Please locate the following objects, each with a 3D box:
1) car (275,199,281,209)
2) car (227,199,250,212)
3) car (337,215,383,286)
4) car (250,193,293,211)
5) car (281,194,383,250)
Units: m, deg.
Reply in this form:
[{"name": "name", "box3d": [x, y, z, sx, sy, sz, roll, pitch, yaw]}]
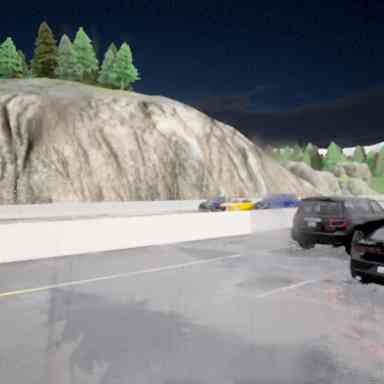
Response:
[{"name": "car", "box3d": [10.039, 1.531, 30.515, 4.718, 1.301, 1.895, 0, 0, -42]}, {"name": "car", "box3d": [5.040, 1.426, 35.434, 5.008, 1.535, 1.882, 0, 0, -42]}, {"name": "car", "box3d": [5.888, 1.445, 8.363, 5.008, 1.535, 1.882, 0, 0, -38]}, {"name": "car", "box3d": [8.771, 1.154, 34.074, 5.566, 2.045, 2.150, 0, 0, -42]}, {"name": "car", "box3d": [6.185, 1.183, 13.071, 5.566, 2.045, 2.150, 0, 0, -39]}]
